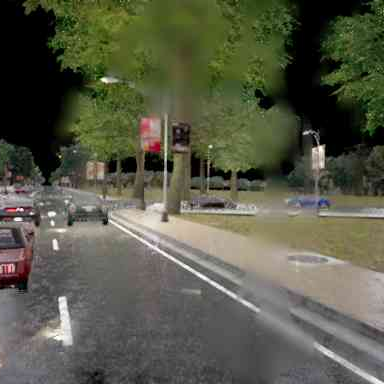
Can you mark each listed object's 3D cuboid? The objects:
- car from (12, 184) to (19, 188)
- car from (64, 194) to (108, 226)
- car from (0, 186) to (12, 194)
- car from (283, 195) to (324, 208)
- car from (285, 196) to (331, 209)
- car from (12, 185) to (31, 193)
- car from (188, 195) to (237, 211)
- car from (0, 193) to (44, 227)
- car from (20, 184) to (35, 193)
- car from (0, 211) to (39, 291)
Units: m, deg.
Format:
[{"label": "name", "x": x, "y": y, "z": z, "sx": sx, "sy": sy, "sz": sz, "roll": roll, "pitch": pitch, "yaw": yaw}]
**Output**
[{"label": "car", "x": -40.579, "y": -0.574, "z": 74.497, "sx": 1.812, "sy": 1.442, "sz": 4.674, "roll": 1, "pitch": 1, "yaw": -23}, {"label": "car", "x": -6.221, "y": 0.884, "z": 19.316, "sx": 2.097, "sy": 1.767, "sz": 4.553, "roll": 1, "pitch": 1, "yaw": -23}, {"label": "car", "x": -34.642, "y": -0.214, "z": 60.640, "sx": 1.812, "sy": 1.442, "sz": 4.674, "roll": 1, "pitch": 1, "yaw": -23}, {"label": "car", "x": 14.437, "y": 1.187, "z": 43.200, "sx": 4.674, "sy": 1.442, "sz": 1.812, "roll": 1, "pitch": 1, "yaw": 0}, {"label": "car", "x": 14.054, "y": 1.190, "z": 39.948, "sx": 5.008, "sy": 1.535, "sz": 1.882, "roll": 1, "pitch": 1, "yaw": 0}, {"label": "car", "x": -31.646, "y": -0.111, "z": 61.895, "sx": 1.895, "sy": 1.301, "sz": 4.718, "roll": 1, "pitch": 1, "yaw": -23}, {"label": "car", "x": 2.028, "y": 1.040, "z": 33.281, "sx": 4.902, "sy": 1.511, "sz": 2.128, "roll": 1, "pitch": 1, "yaw": 0}, {"label": "car", "x": -9.176, "y": 1.008, "z": 17.952, "sx": 1.837, "sy": 1.490, "sz": 4.892, "roll": 1, "pitch": 1, "yaw": -23}, {"label": "car", "x": -37.652, "y": -0.531, "z": 75.916, "sx": 2.033, "sy": 1.411, "sz": 5.357, "roll": 1, "pitch": 1, "yaw": -23}, {"label": "car", "x": -4.785, "y": 1.370, "z": 7.862, "sx": 1.895, "sy": 1.301, "sz": 4.718, "roll": 1, "pitch": 1, "yaw": -24}]
